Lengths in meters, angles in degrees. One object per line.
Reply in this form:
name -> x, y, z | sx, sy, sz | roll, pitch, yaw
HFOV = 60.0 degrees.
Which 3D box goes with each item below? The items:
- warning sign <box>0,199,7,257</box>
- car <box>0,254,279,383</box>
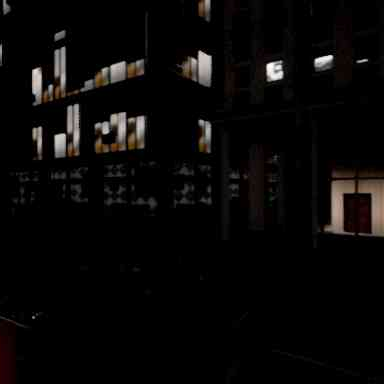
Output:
warning sign -> -6.869, 1.181, 10.694 | 1.060, 1.860, 1.300 | 0, 0, 36
car -> -1.255, 1.458, 3.769 | 4.097, 1.590, 1.967 | 0, 0, 36
